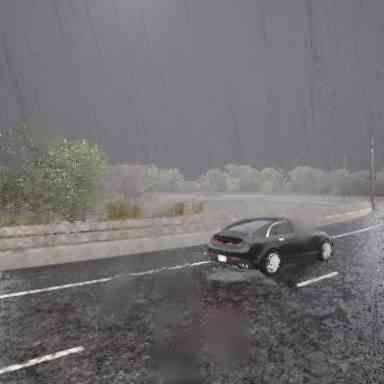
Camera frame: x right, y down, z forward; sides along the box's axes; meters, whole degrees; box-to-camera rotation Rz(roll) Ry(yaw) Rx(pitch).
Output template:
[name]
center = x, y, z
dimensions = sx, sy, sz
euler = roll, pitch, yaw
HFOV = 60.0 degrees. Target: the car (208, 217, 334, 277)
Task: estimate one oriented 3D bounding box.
[car]
center = 2.668, 1.552, 10.569
dimensions = 4.892, 1.490, 1.837
euler = 0, 0, -40
